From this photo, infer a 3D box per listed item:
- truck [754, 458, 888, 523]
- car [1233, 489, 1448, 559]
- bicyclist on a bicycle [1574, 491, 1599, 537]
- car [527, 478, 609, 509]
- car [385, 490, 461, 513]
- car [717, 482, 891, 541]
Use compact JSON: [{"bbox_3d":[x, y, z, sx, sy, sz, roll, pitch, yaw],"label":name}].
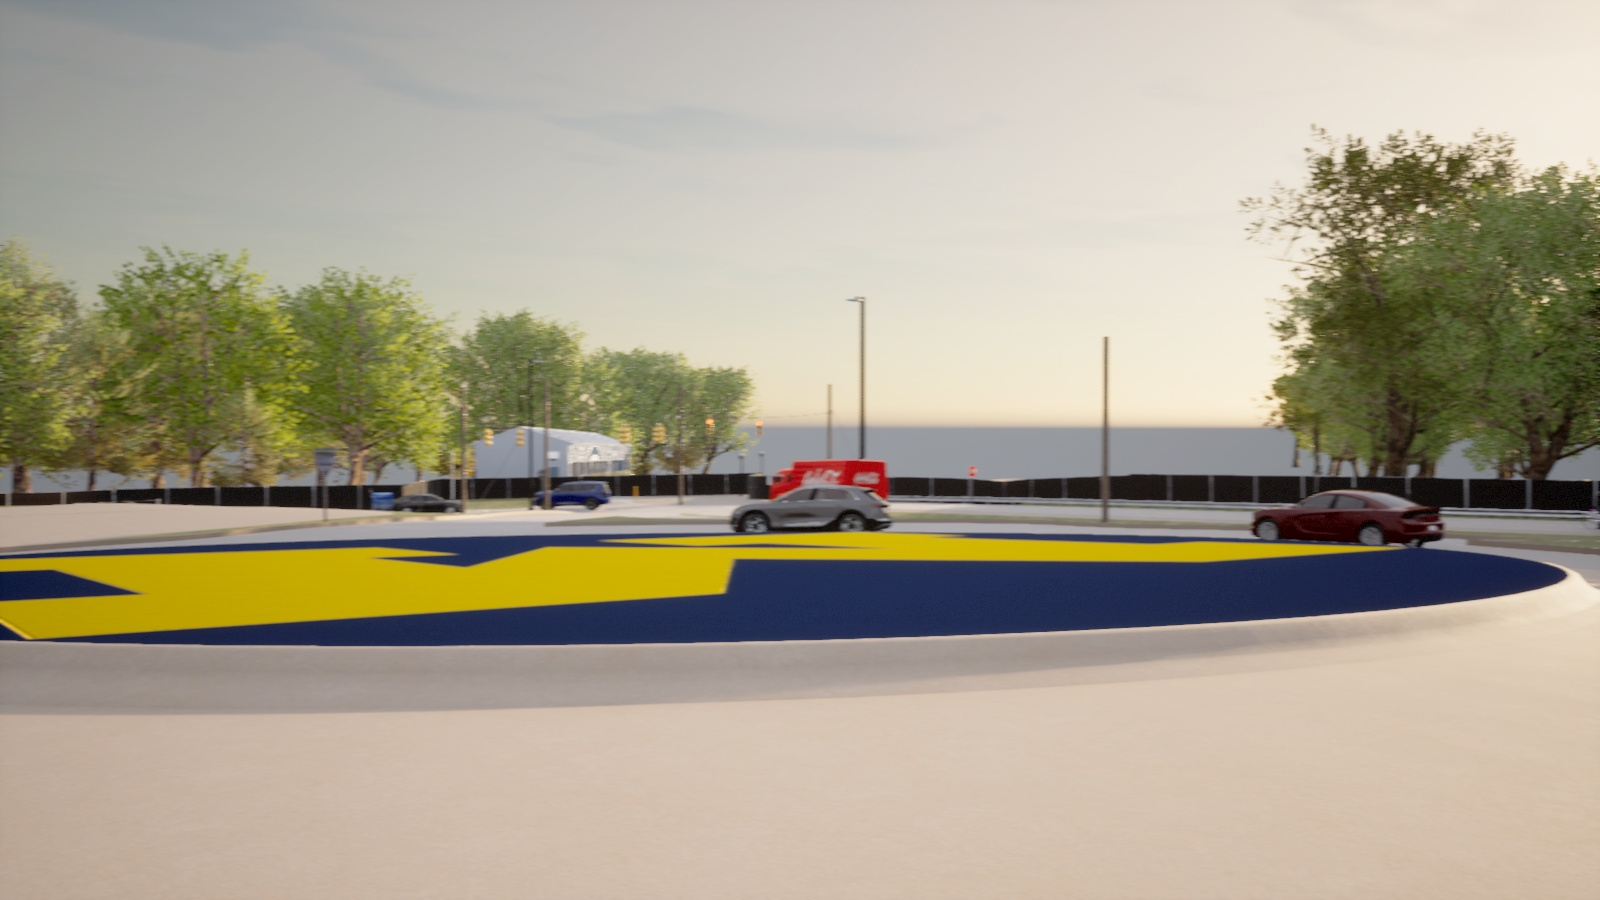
[{"bbox_3d":[0.784,1.635,50.101,2.627,2.467,5.204,3,-3,-38],"label":"truck"},{"bbox_3d":[14.095,1.874,33.050,1.882,1.535,5.008,0,0,-33],"label":"car"},{"bbox_3d":[31.950,2.546,49.967,0.659,1.776,1.843,-1,0,-38],"label":"bicyclist on a bicycle"},{"bbox_3d":[-16.851,3.159,91.457,5.566,2.045,2.150,0,2,1],"label":"car"},{"bbox_3d":[-26.009,3.541,86.653,4.892,1.490,1.837,1,1,-22],"label":"car"},{"bbox_3d":[0.150,1.847,37.564,4.856,1.649,2.033,0,-4,12],"label":"car"}]
